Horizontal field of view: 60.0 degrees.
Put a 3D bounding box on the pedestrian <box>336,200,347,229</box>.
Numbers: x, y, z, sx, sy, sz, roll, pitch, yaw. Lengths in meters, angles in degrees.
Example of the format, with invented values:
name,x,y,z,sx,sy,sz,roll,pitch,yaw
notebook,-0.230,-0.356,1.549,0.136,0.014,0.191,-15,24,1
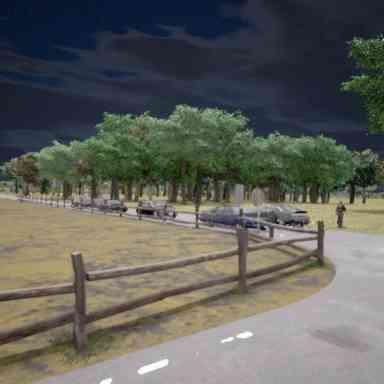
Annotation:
name,x,y,z,sx,sy,sz,roll,pitch,yaw
pedestrian,9.392,1.380,21.083,0.375,1.860,0.375,2,-1,-35

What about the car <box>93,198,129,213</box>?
name,x,y,z,sx,sy,sz,roll,pitch,yaw
car,-8.826,1.517,36.460,2.033,1.411,5.357,2,-1,-35

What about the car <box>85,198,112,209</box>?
name,x,y,z,sx,sy,sz,roll,pitch,yaw
car,-13.674,1.578,48.310,2.033,1.411,5.357,2,-1,-35

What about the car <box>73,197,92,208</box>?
name,x,y,z,sx,sy,sz,roll,pitch,yaw
car,-14.613,1.470,44.693,1.837,1.490,4.892,2,-1,-35

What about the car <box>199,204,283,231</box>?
name,x,y,z,sx,sy,sz,roll,pitch,yaw
car,2.585,1.524,20.292,2.033,1.411,5.357,2,-1,-34

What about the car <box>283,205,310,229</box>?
name,x,y,z,sx,sy,sz,roll,pitch,yaw
car,5.232,1.537,21.566,2.128,1.511,4.902,2,-1,-34

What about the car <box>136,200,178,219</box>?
name,x,y,z,sx,sy,sz,roll,pitch,yaw
car,-3.068,1.465,28.330,2.128,1.511,4.902,2,-1,-35
